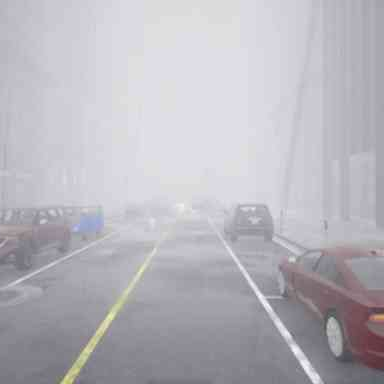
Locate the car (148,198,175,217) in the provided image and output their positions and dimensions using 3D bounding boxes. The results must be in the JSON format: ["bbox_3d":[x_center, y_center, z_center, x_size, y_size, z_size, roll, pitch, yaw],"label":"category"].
[{"bbox_3d":[-3.058,1.723,34.231,1.882,1.535,5.008,0,0,0],"label":"car"}]

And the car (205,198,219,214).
[{"bbox_3d":[2.804,1.812,39.788,1.752,1.417,4.829,0,0,0],"label":"car"}]

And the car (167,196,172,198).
[{"bbox_3d":[-5.690,2.068,67.796,1.947,1.339,4.313,0,0,0],"label":"car"}]

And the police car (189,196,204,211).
[{"bbox_3d":[0.951,1.765,46.681,1.930,1.638,5.238,0,0,0],"label":"police car"}]

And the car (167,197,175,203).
[{"bbox_3d":[-5.666,2.116,90.344,1.967,1.590,4.097,0,0,0],"label":"car"}]

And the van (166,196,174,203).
[{"bbox_3d":[-5.672,1.974,84.708,1.690,1.788,3.998,0,0,0],"label":"van"}]

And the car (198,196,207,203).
[{"bbox_3d":[2.859,1.991,90.345,2.192,1.841,5.009,0,0,0],"label":"car"}]

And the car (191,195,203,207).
[{"bbox_3d":[0.927,1.685,62.603,2.150,2.045,5.566,0,0,0],"label":"car"}]

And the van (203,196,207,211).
[{"bbox_3d":[2.809,1.670,45.255,1.690,1.788,3.998,0,0,0],"label":"van"}]

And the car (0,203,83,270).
[{"bbox_3d":[-5.752,1.395,11.433,2.192,1.841,5.009,0,0,0],"label":"car"}]

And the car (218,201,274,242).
[{"bbox_3d":[2.779,1.434,17.074,2.192,1.841,5.009,0,0,0],"label":"car"}]

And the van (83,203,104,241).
[{"bbox_3d":[-5.746,1.461,17.068,1.690,1.788,3.998,0,0,0],"label":"van"}]

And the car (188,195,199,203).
[{"bbox_3d":[0.835,1.767,56.522,2.097,1.767,4.553,0,0,-1],"label":"car"}]

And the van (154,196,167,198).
[{"bbox_3d":[-5.703,1.757,56.525,1.690,1.788,3.998,0,0,0],"label":"van"}]

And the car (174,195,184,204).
[{"bbox_3d":[-2.916,2.011,75.556,1.895,1.301,4.718,0,0,0],"label":"car"}]

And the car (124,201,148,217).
[{"bbox_3d":[-5.727,1.788,33.977,1.887,1.381,4.507,0,0,0],"label":"car"}]

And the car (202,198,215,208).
[{"bbox_3d":[2.822,1.855,56.526,1.967,1.590,4.097,0,0,0],"label":"car"}]

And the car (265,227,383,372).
[{"bbox_3d":[2.767,1.585,5.801,1.887,1.381,4.507,0,0,0],"label":"car"}]

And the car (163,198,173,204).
[{"bbox_3d":[-5.678,2.134,79.070,1.887,1.381,4.507,0,0,0],"label":"car"}]

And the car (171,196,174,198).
[{"bbox_3d":[-5.685,1.861,73.434,2.192,1.841,5.009,0,0,0],"label":"car"}]

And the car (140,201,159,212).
[{"bbox_3d":[-5.715,1.895,45.250,1.947,1.339,4.313,0,0,0],"label":"car"}]

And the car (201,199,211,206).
[{"bbox_3d":[2.835,2.053,67.798,2.008,1.369,4.403,0,0,0],"label":"car"}]

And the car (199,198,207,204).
[{"bbox_3d":[2.854,2.198,84.706,1.947,1.339,4.313,0,0,0],"label":"car"}]

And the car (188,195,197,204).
[{"bbox_3d":[0.088,1.667,79.868,2.150,2.045,5.566,0,0,0],"label":"car"}]

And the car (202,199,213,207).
[{"bbox_3d":[2.829,1.985,62.332,1.752,1.417,4.829,0,0,0],"label":"car"}]

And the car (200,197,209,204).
[{"bbox_3d":[2.847,2.029,79.070,1.967,1.590,4.097,0,0,0],"label":"car"}]
